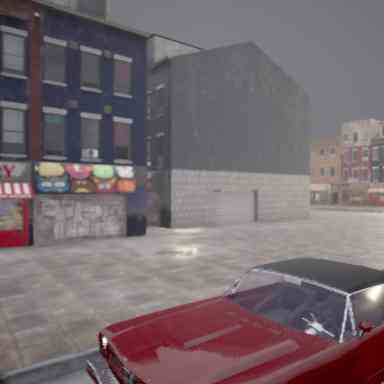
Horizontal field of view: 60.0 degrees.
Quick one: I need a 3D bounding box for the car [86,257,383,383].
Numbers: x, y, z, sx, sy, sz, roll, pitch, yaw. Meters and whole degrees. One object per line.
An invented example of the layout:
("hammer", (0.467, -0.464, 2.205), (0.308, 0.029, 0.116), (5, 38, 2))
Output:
("car", (1.289, 1.592, 3.991), (4.718, 1.301, 1.895), (0, 0, -35))
